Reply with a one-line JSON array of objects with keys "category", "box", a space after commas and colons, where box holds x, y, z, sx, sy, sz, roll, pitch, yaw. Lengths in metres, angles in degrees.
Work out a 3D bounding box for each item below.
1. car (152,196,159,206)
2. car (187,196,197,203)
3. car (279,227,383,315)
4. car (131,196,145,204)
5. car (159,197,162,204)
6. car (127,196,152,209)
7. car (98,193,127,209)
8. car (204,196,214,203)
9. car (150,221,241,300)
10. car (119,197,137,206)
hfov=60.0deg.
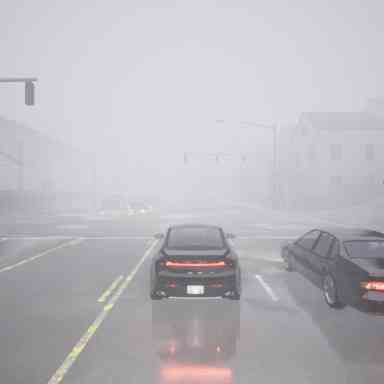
[{"category": "car", "box": [-7.085, 1.505, 54.619, 1.837, 1.490, 4.892, 0, 0, 0]}, {"category": "car", "box": [0.007, 1.547, 69.151, 2.033, 1.411, 5.357, 0, 0, 0]}, {"category": "car", "box": [3.576, 1.547, 7.808, 2.033, 1.411, 5.357, 0, 0, 0]}, {"category": "car", "box": [-10.527, 1.505, 65.388, 1.837, 1.490, 4.892, 0, 0, 0]}, {"category": "car", "box": [-7.032, 1.547, 65.030, 2.033, 1.411, 5.357, 0, 0, 1]}, {"category": "car", "box": [-7.094, 1.477, 45.164, 1.882, 1.535, 5.008, 0, 0, 0]}, {"category": "car", "box": [-10.596, 1.221, 44.950, 2.150, 2.045, 5.566, 0, 0, 0]}, {"category": "car", "box": [3.505, 1.545, 69.150, 2.033, 1.411, 5.357, 0, 0, 0]}, {"category": "car", "box": [0.076, 1.505, 8.384, 1.837, 1.490, 4.892, 0, 0, 0]}, {"category": "car", "box": [-10.582, 1.547, 55.196, 2.033, 1.411, 5.357, 0, 0, 0]}]
